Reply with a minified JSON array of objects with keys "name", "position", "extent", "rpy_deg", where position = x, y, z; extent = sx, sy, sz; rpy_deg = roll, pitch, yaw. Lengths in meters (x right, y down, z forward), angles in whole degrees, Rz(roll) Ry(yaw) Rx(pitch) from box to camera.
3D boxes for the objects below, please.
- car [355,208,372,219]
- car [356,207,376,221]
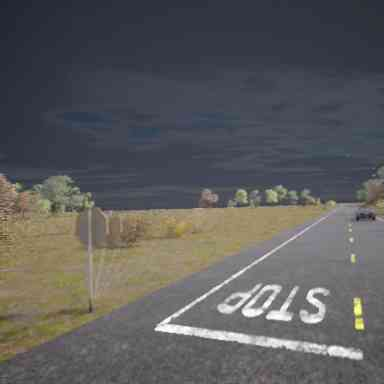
[{"name":"car","position":[24.024,3.007,46.655],"extent":[1.895,1.301,4.718],"rpy_deg":[-3,-3,25]},{"name":"car","position":[21.454,2.583,41.112],"extent":[2.097,1.767,4.553],"rpy_deg":[-3,-3,26]}]
